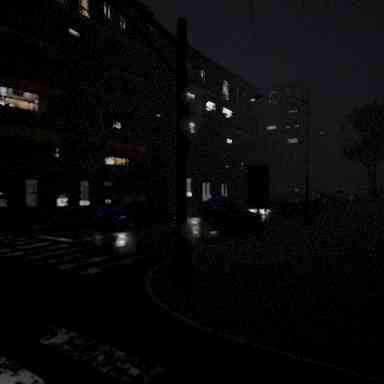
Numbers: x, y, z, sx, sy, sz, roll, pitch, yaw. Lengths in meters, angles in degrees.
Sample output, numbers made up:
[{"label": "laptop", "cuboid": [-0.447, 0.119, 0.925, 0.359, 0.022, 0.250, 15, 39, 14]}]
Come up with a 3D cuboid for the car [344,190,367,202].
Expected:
[{"label": "car", "cuboid": [24.370, 0.713, 49.635, 1.752, 1.417, 4.829, 1, 2, 35]}]

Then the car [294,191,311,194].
[{"label": "car", "cuboid": [17.383, 0.722, 54.266, 1.947, 1.339, 4.313, 1, 2, 35]}]

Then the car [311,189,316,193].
[{"label": "car", "cuboid": [20.456, 0.598, 58.704, 1.752, 1.417, 4.829, 1, 2, 35]}]

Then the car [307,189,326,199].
[{"label": "car", "cuboid": [23.725, 0.300, 63.418, 2.192, 1.841, 5.009, 1, 2, 35]}]

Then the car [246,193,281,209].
[{"label": "car", "cuboid": [8.013, 1.044, 36.185, 1.994, 1.385, 4.181, 0, 1, 35]}]

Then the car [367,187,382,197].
[{"label": "car", "cuboid": [37.672, 0.049, 69.391, 2.150, 2.045, 5.566, 0, 1, 35]}]

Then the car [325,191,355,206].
[{"label": "car", "cuboid": [17.934, 0.913, 40.337, 2.008, 1.369, 4.403, 1, 2, 35]}]

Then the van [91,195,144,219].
[{"label": "van", "cuboid": [-4.802, 1.105, 22.207, 1.690, 1.788, 3.998, 1, 2, 35]}]

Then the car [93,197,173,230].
[{"label": "car", "cuboid": [-3.163, 1.265, 20.053, 1.882, 1.535, 5.008, 0, 1, 35]}]

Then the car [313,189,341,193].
[{"label": "car", "cuboid": [18.742, 0.777, 46.074, 1.837, 1.490, 4.892, 0, 1, 35]}]

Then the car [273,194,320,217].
[{"label": "car", "cuboid": [8.425, 1.168, 26.599, 1.887, 1.381, 4.507, 1, 2, 35]}]

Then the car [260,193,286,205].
[{"label": "car", "cuboid": [11.044, 0.879, 45.107, 2.008, 1.369, 4.403, 1, 2, 35]}]

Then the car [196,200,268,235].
[{"label": "car", "cuboid": [2.087, 1.364, 17.443, 1.947, 1.339, 4.313, 1, 2, 35]}]

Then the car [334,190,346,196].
[{"label": "car", "cuboid": [36.400, 0.189, 81.739, 1.887, 1.381, 4.507, 1, 2, 35]}]

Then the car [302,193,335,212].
[{"label": "car", "cuboid": [11.595, 1.087, 31.179, 2.008, 1.369, 4.403, 1, 2, 35]}]

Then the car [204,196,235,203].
[{"label": "car", "cuboid": [2.272, 1.115, 27.898, 1.882, 1.535, 5.008, 0, 1, 35]}]
